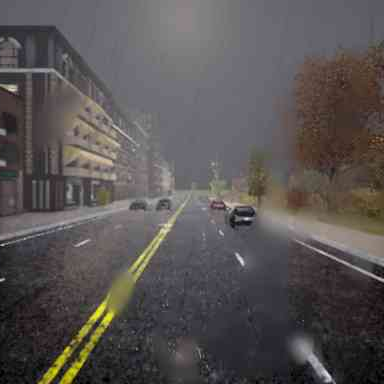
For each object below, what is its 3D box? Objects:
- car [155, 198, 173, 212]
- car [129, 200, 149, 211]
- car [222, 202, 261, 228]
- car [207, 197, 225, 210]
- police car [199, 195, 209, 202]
[{"bbox_3d":[-3.311,1.579,40.560,1.837,1.490,4.892,0,0,0],"label":"car"},{"bbox_3d":[-6.557,1.642,41.481,1.994,1.385,4.181,0,0,0],"label":"car"},{"bbox_3d":[3.358,1.604,22.392,1.994,1.385,4.181,0,0,0],"label":"car"},{"bbox_3d":[3.365,1.646,43.890,1.994,1.385,4.181,0,0,0],"label":"car"},{"bbox_3d":[3.276,1.654,77.391,2.038,1.542,4.974,0,0,0],"label":"police car"}]
